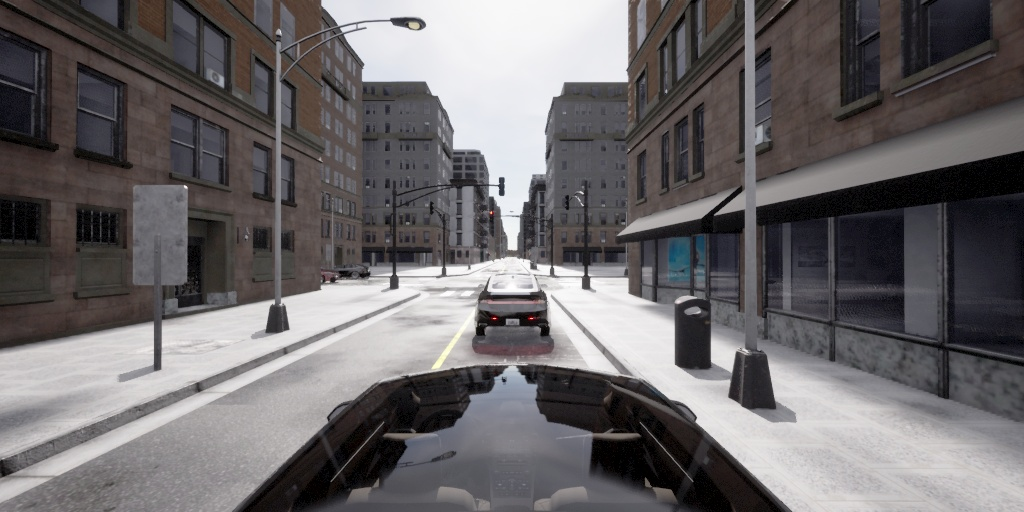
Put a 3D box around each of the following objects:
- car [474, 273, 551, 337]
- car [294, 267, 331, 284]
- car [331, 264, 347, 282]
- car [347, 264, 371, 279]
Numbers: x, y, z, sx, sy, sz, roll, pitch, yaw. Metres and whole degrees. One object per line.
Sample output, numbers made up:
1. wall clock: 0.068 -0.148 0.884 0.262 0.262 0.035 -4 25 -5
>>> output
1. car: 0.024 1.242 10.341 2.128 1.511 4.902 0 0 0
2. car: -14.707 1.289 23.531 4.313 1.339 1.948 0 0 0
3. car: -14.735 1.300 26.075 4.181 1.385 1.994 0 0 0
4. car: -14.677 1.330 31.557 4.313 1.339 1.948 0 0 0
